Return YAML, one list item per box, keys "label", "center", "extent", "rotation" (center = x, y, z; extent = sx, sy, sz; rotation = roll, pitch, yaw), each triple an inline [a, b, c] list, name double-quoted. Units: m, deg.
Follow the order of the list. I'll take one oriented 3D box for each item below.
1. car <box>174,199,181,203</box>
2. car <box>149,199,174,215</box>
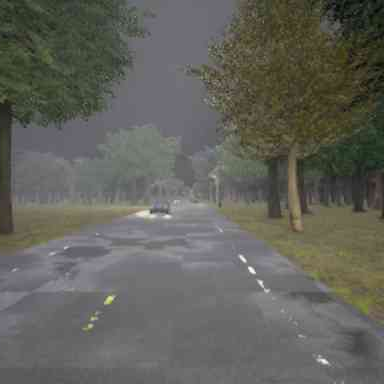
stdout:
- label: "car"
  center: [-3.482, 2.199, 78.693]
  extent: [1.812, 1.442, 4.674]
  rotation: [0, -1, 0]
- label: "car"
  center: [-3.579, 1.646, 37.935]
  extent: [2.097, 1.767, 4.553]
  rotation: [0, -1, 0]
